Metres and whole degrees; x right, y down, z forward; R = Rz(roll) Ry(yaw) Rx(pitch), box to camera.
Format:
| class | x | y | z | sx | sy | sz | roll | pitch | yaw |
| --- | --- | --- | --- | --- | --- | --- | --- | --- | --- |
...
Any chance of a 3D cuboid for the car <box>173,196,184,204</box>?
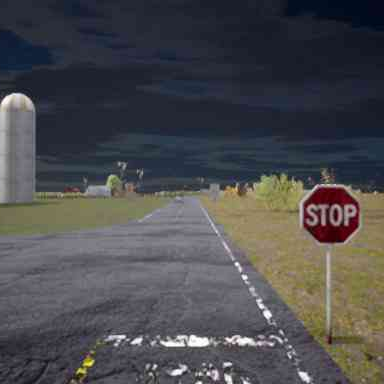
| class | x | y | z | sx | sy | sz | roll | pitch | yaw |
| --- | --- | --- | --- | --- | --- | --- | --- | --- | --- |
| car | -2.620 | 1.553 | 63.906 | 1.812 | 1.442 | 4.674 | 0 | 0 | 0 |
